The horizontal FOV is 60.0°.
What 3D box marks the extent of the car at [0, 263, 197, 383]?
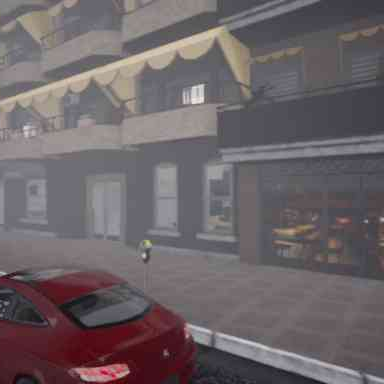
[{"bbox_3d":[-1.893,1.597,4.231,4.206,1.307,1.802,0,0,36],"label":"car"}]
